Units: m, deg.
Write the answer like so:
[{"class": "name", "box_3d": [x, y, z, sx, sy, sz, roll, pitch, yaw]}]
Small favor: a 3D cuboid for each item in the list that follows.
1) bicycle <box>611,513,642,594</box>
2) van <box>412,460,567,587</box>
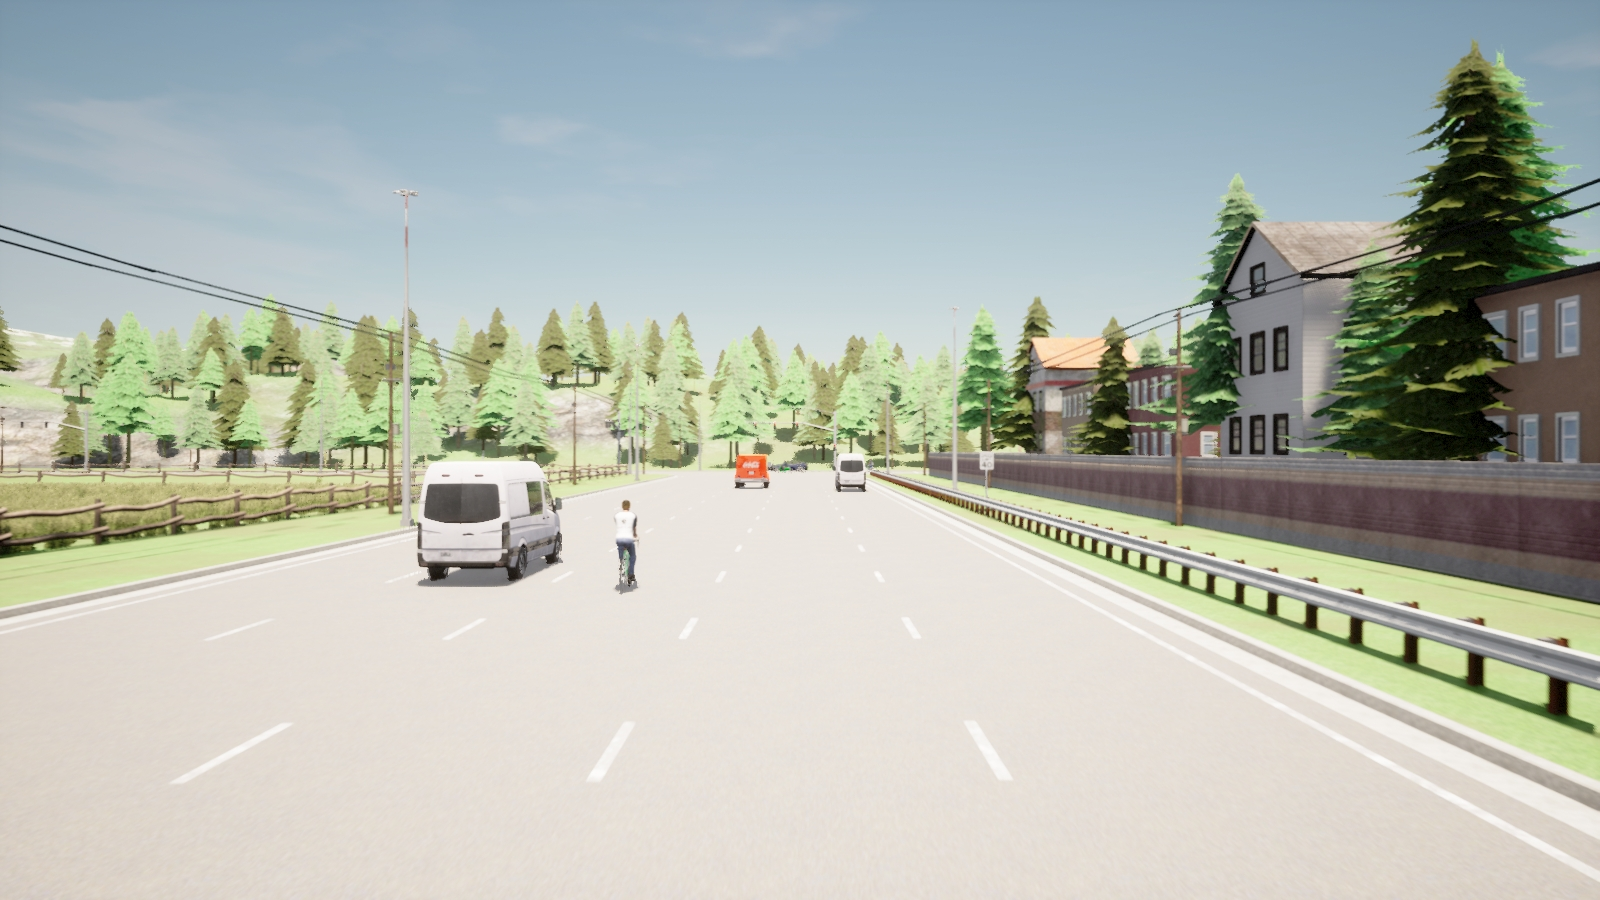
[{"class": "bicycle", "box_3d": [-3.498, 2.056, 23.096, 0.373, 1.496, 1.643, 0, 0, 0]}, {"class": "van", "box_3d": [-6.995, 1.534, 26.508, 1.988, 2.561, 5.915, 0, 0, 0]}]
